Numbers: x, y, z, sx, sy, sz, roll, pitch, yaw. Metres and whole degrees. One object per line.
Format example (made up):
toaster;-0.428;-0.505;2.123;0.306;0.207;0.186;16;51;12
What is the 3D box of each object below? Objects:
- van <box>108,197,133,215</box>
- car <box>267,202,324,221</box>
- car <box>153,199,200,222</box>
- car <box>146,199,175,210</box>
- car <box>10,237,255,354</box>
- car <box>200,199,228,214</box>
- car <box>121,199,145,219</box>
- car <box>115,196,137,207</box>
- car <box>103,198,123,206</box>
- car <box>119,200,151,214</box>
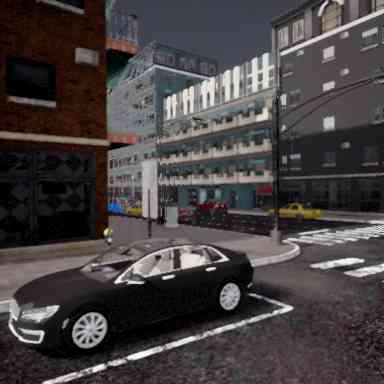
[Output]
van;-7.980;1.518;36.011;1.690;1.788;3.998;-1;0;-36
car;8.399;1.553;27.523;1.752;1.417;4.829;-1;0;-36
car;-1.539;1.587;27.011;1.967;1.590;4.097;-1;0;-36
car;-4.382;1.637;45.389;2.008;1.369;4.403;-1;0;-36
car;-0.790;1.557;6.010;4.403;1.369;2.008;0;-1;-35
car;2.057;1.497;36.386;1.967;1.590;4.097;-1;0;-36
car;-4.659;1.687;31.373;1.752;1.417;4.829;-1;0;-36
car;-10.824;1.558;54.390;1.967;1.590;4.097;-1;0;-36
car;-14.043;1.700;58.892;1.947;1.339;4.313;-1;0;-36
car;-6.676;1.711;38.656;1.994;1.385;4.181;-1;0;-35
